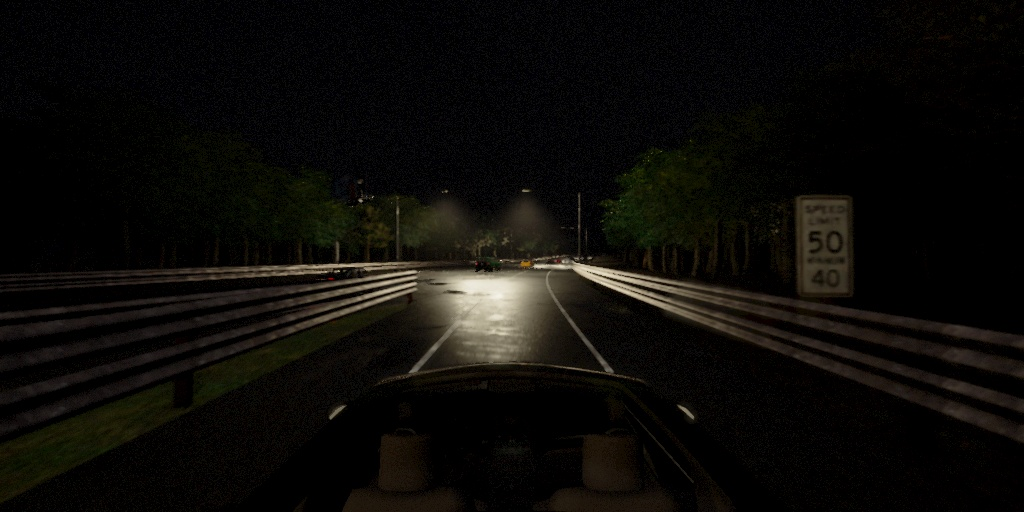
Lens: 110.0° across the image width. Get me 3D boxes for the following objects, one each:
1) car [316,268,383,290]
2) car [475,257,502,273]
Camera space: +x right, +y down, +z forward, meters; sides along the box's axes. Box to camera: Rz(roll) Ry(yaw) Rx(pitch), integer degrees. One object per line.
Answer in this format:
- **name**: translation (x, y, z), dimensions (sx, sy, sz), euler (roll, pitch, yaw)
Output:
- **car**: translation (-9.742, 1.472, 22.051), dimensions (2.128, 1.511, 4.902), euler (0, 0, 15)
- **car**: translation (-3.058, 1.164, 47.208), dimensions (2.150, 2.045, 5.566), euler (-1, 0, 15)
